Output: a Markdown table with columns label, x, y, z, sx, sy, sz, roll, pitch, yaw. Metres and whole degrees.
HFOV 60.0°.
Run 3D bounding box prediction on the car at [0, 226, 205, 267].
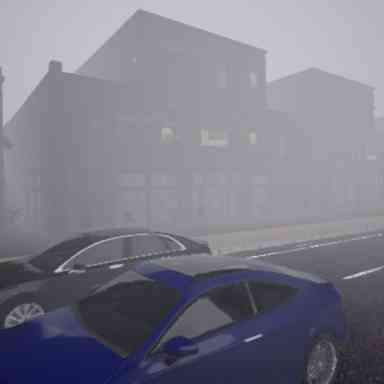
| label | x | y | z | sx | sy | sz | roll | pitch | yaw |
| --- | --- | --- | --- | --- | --- | --- | --- | --- | --- |
| car | -1.748 | 1.479 | 6.432 | 4.892 | 1.490 | 1.837 | -1 | 0 | -36 |

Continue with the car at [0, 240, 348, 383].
| label | x | y | z | sx | sy | sz | roll | pitch | yaw |
| --- | --- | --- | --- | --- | --- | --- | --- | --- | --- |
| car | -0.160 | 1.504 | 3.574 | 4.674 | 1.442 | 1.812 | -1 | 0 | -36 |
